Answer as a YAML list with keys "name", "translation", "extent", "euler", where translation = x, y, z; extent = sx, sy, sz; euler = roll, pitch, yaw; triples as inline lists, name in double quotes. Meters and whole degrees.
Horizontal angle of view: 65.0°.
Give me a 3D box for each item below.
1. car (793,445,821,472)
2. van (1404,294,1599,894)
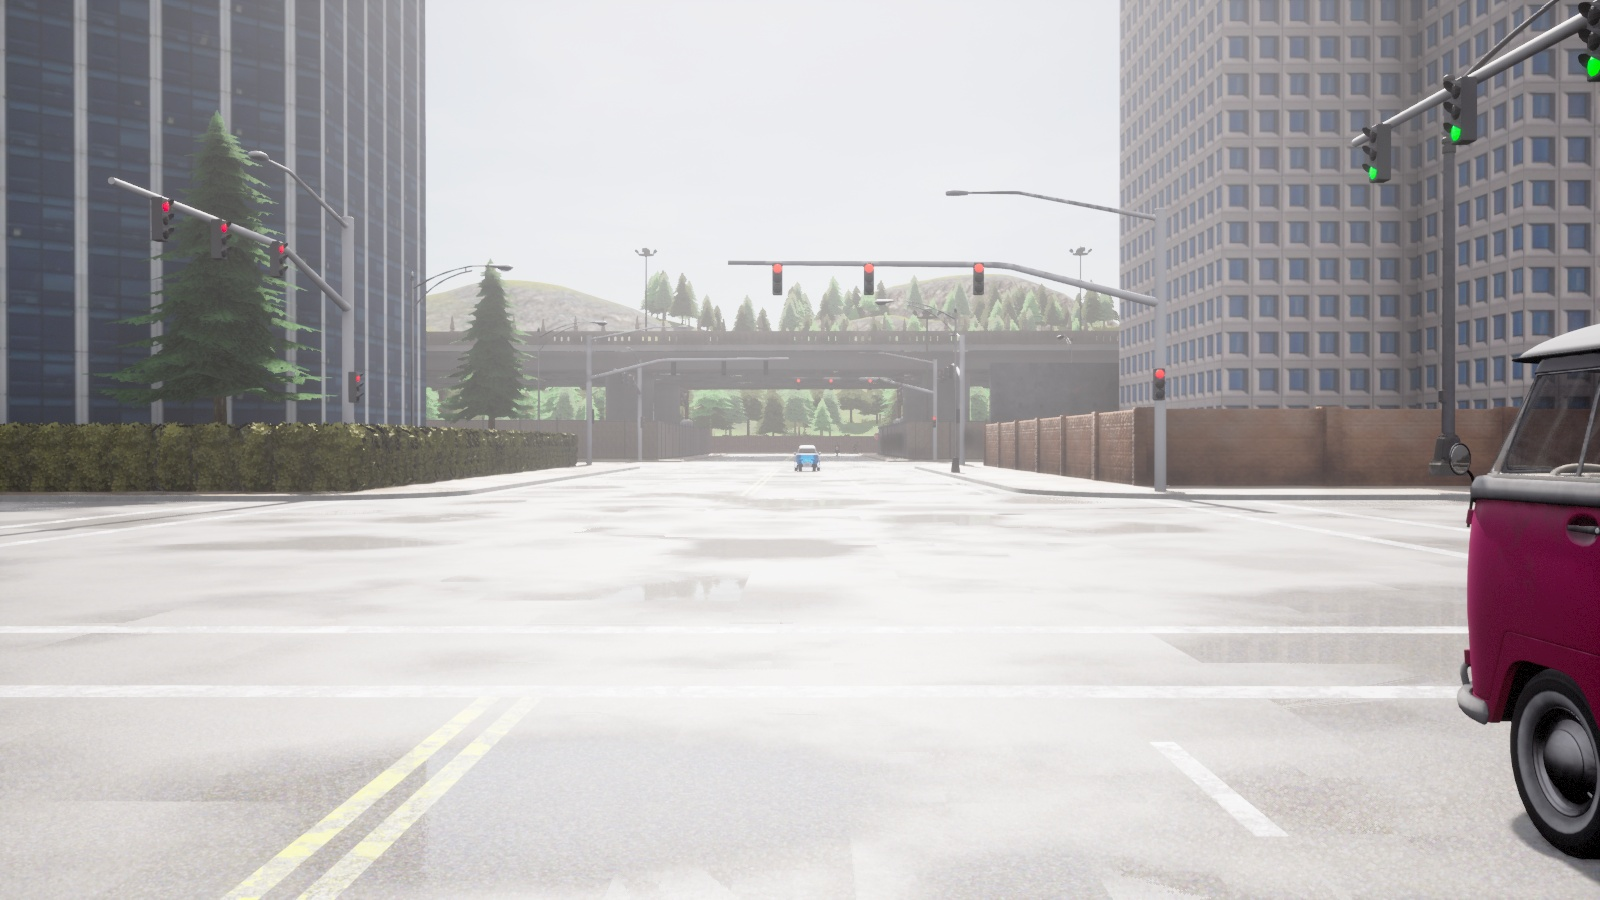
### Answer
- name: "car"
  translation: [0.383, 0.426, 66.471]
  extent: [1.481, 1.376, 2.207]
  euler: [0, 1, 0]
- name: "van"
  translation: [3.533, 0.483, 3.300]
  extent: [1.775, 1.987, 4.442]
  euler: [0, 0, 0]
